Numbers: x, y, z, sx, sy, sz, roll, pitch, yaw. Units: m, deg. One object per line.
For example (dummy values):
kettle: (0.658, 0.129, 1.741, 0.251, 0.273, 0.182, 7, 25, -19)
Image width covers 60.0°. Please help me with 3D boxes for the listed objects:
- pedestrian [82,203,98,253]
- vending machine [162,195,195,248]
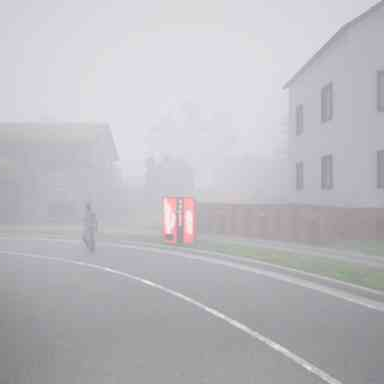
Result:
pedestrian: (-3.717, 1.292, 12.114, 0.375, 1.860, 0.375, 0, 0, 33)
vending machine: (-0.548, 1.193, 14.005, 0.880, 2.100, 1.100, 0, 0, 38)
